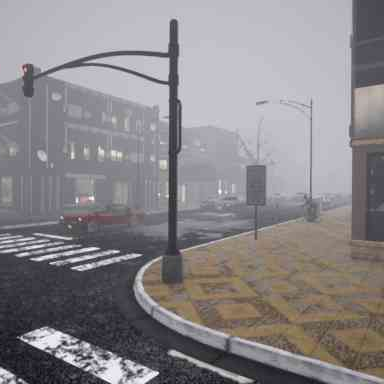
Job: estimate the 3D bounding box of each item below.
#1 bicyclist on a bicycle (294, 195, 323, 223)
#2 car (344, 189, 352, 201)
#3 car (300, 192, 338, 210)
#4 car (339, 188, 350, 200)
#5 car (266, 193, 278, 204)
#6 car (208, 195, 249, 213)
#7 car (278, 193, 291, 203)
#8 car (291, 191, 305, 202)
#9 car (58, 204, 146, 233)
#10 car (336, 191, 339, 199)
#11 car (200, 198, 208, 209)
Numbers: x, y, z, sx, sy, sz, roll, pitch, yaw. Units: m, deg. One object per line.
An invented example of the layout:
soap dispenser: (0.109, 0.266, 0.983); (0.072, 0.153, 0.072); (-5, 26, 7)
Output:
bicyclist on a bicycle: (6.821, 1.003, 19.567); (1.656, 1.620, 0.582); (0, 1, 35)
car: (25.469, 0.618, 51.649); (1.887, 1.381, 4.507); (2, 2, 35)
car: (12.701, 0.993, 33.035); (2.008, 1.369, 4.403); (2, 2, 35)
car: (24.271, 0.571, 54.515); (2.033, 1.411, 5.357); (1, 1, 36)
car: (8.917, 0.821, 42.589); (1.887, 1.381, 4.507); (2, 2, 35)
car: (3.655, 1.039, 30.337); (1.812, 1.442, 4.674); (1, 2, 35)
car: (12.158, 0.766, 47.209); (1.802, 1.307, 4.206); (2, 2, 35)
car: (15.606, 0.650, 47.443); (1.882, 1.535, 5.008); (1, 1, 35)
car: (-4.768, 1.356, 18.191); (1.895, 1.301, 4.718); (1, 1, 35)
car: (18.587, 0.788, 46.281); (1.895, 1.301, 4.718); (1, 1, 35)
car: (2.440, 1.011, 33.345); (2.008, 1.369, 4.403); (2, 2, 35)
